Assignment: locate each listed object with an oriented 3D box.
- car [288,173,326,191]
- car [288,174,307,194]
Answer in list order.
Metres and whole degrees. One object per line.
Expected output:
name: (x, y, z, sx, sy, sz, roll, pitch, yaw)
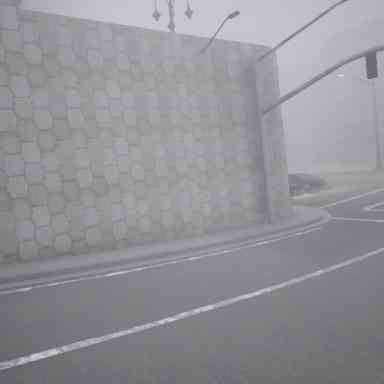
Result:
car: (9.702, -0.952, 30.222, 1.837, 1.490, 4.892, -10, 6, -35)
car: (6.664, -0.399, 28.538, 2.033, 1.411, 5.357, -10, 6, -35)
